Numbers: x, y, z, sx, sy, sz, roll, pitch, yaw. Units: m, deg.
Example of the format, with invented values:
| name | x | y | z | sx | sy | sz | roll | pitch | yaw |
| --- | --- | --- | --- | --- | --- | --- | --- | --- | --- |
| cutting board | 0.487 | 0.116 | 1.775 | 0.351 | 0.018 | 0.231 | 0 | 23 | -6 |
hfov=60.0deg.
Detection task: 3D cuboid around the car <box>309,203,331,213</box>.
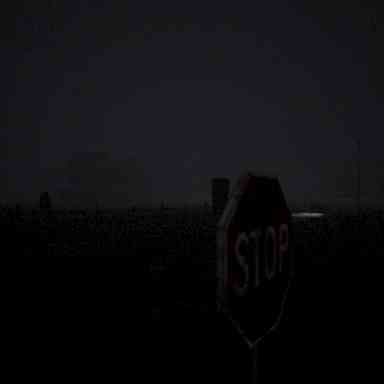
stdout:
| name | x | y | z | sx | sy | sz | roll | pitch | yaw |
| --- | --- | --- | --- | --- | --- | --- | --- | --- | --- |
| car | 18.077 | 2.268 | 46.945 | 1.895 | 1.301 | 4.718 | 0 | -1 | 35 |
